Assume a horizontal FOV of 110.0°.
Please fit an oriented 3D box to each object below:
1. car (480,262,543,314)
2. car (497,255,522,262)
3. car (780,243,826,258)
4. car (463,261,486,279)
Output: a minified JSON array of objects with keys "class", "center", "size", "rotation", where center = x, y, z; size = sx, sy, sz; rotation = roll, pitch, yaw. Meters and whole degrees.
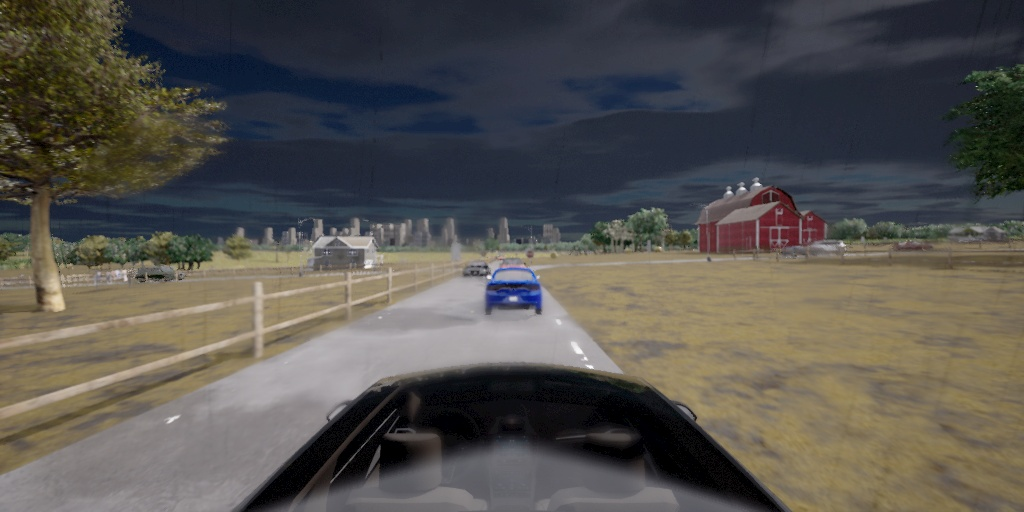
[{"class":"car","center":[0.064,1.139,13.270],"size":[1.882,1.535,5.008],"rotation":[0,0,0]},{"class":"car","center":[0.051,0.907,27.693],"size":[2.097,1.767,4.553],"rotation":[0,0,0]},{"class":"car","center":[39.044,-0.601,48.820],"size":[4.902,1.511,2.128],"rotation":[-2,0,0]},{"class":"car","center":[-2.836,1.106,29.586],"size":[1.994,1.385,4.181],"rotation":[0,0,0]}]
